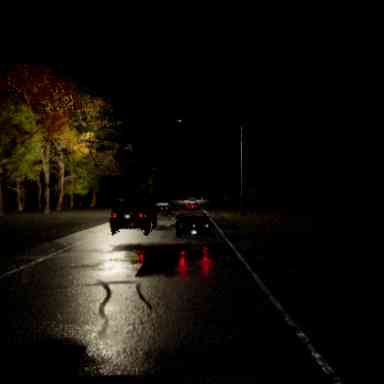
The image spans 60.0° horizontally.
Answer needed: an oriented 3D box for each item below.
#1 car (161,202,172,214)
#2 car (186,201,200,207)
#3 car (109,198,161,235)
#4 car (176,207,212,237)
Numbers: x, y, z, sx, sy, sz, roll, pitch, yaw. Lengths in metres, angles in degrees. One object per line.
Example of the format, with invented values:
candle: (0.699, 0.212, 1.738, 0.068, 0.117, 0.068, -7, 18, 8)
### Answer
car: (-3.401, 1.886, 39.665, 2.033, 1.411, 5.357, 0, 0, 0)
car: (0.098, 1.970, 47.984, 1.994, 1.385, 4.181, 0, -1, 0)
car: (-3.395, 1.398, 20.096, 2.150, 2.045, 5.566, 0, 0, 0)
car: (0.099, 1.768, 19.109, 1.895, 1.301, 4.718, 0, 0, 0)
